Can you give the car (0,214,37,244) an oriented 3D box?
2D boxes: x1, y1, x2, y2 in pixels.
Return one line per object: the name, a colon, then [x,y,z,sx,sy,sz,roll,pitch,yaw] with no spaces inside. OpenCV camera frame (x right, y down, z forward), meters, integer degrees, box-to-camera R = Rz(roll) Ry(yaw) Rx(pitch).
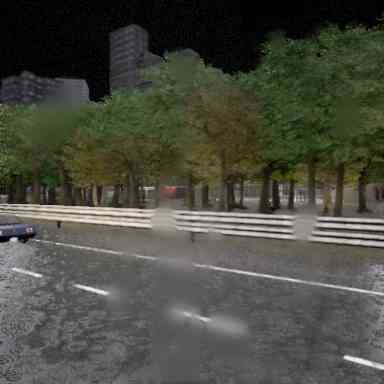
car: [-8.873,1.606,14.500,4.718,1.301,1.895,0,0,36]
